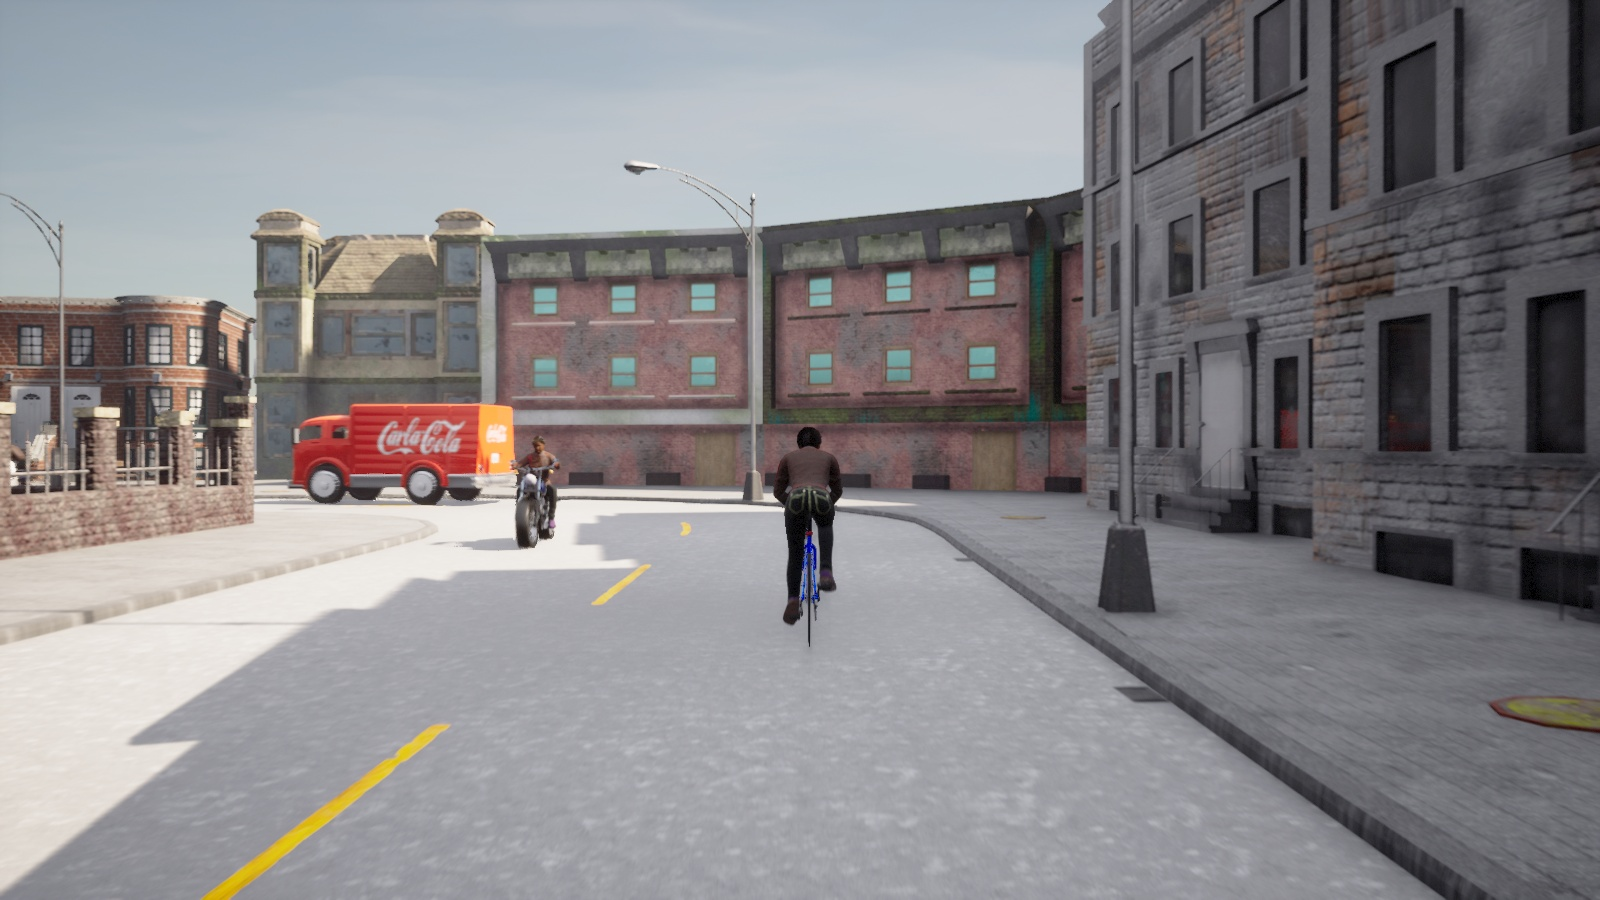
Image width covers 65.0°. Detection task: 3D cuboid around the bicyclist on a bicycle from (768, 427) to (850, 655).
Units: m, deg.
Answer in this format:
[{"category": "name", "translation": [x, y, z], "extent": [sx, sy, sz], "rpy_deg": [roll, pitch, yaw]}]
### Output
[{"category": "bicyclist on a bicycle", "translation": [0.071, 0.644, 9.761], "extent": [0.582, 1.620, 1.656], "rpy_deg": [0, 0, 0]}]

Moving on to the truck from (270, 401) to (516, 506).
[{"category": "truck", "translation": [-10.077, 0.075, 31.362], "extent": [5.204, 2.467, 2.627], "rpy_deg": [0, 0, 10]}]

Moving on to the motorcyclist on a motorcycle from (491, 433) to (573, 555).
[{"category": "motorcyclist on a motorcycle", "translation": [-3.870, 0.590, 18.330], "extent": [0.766, 1.649, 2.350], "rpy_deg": [0, 1, -2]}]
